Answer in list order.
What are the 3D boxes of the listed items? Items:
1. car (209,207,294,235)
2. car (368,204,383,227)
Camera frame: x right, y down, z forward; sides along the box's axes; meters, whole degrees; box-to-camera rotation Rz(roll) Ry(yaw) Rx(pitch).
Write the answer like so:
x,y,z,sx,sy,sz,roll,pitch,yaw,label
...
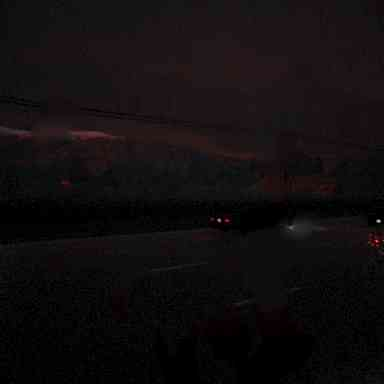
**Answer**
x,y,z,sx,sy,sz,roll,pitch,yaw,label
3.498,1.565,19.144,5.357,1.411,2.033,0,0,-36,car
13.541,1.536,22.011,4.892,1.490,1.837,0,0,-36,car
